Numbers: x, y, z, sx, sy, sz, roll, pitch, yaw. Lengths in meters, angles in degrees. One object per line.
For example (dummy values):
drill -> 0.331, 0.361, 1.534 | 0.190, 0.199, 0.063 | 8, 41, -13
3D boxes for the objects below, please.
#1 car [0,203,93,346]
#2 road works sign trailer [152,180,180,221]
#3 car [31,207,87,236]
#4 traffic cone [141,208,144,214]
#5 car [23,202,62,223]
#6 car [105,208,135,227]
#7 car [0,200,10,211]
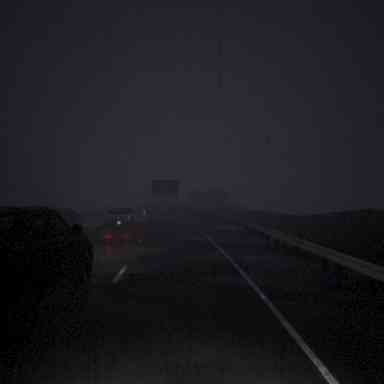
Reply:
car -> -3.626, 1.285, 6.547 | 2.150, 2.045, 5.566 | 0, 0, -2
road works sign trailer -> -2.414, 0.724, 29.801 | 2.380, 3.560, 2.880 | 0, 0, -11
car -> -8.308, 1.744, 21.298 | 2.033, 1.411, 5.357 | 0, 0, -7
traffic cone -> -5.164, 2.276, 36.394 | 0.340, 0.580, 0.340 | 0, 0, -11
car -> -13.045, 1.751, 29.361 | 1.882, 1.535, 5.008 | 0, -1, -9
car -> -5.245, 1.822, 24.750 | 1.895, 1.301, 4.718 | 0, 0, -8
car -> -28.733, 1.976, 49.684 | 1.837, 1.490, 4.892 | 0, 0, -16
